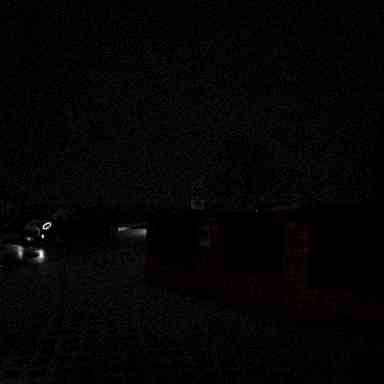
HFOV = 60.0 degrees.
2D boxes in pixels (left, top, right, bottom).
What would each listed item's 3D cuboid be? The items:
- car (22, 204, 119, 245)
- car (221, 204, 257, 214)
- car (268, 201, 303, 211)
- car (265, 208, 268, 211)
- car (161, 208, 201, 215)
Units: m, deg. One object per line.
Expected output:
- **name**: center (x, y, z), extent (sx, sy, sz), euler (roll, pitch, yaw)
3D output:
- **car**: center (-5.889, 1.506, 16.492), extent (2.097, 1.767, 4.553), euler (-1, -1, 35)
- **car**: center (4.458, 1.865, 31.131), extent (1.837, 1.490, 4.892), euler (-1, -1, 35)
- **car**: center (9.874, 1.749, 33.704), extent (2.097, 1.767, 4.553), euler (-1, -1, 35)
- **car**: center (10.203, 2.033, 39.228), extent (1.994, 1.385, 4.181), euler (-1, -1, 35)
- **car**: center (-0.874, 1.820, 23.591), extent (1.994, 1.385, 4.181), euler (-1, -1, 35)
